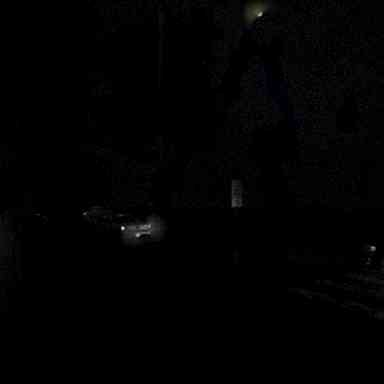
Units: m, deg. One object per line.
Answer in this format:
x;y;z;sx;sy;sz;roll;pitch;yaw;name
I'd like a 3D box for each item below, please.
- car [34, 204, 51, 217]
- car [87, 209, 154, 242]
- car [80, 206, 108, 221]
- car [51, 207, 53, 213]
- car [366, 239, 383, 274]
-18.675;2.330;39.920;1.895;1.301;4.718;0;-1;-34;car
-3.861;1.821;17.904;1.895;1.301;4.718;0;-1;-34;car
-8.663;1.985;30.235;1.812;1.442;4.674;0;-1;-34;car
-22.907;2.537;51.301;1.994;1.385;4.181;0;-1;-34;car
6.652;1.496;7.637;2.128;1.511;4.902;0;-1;-34;car
